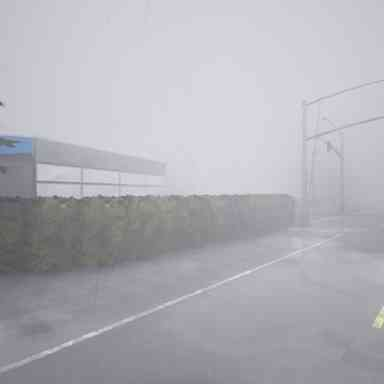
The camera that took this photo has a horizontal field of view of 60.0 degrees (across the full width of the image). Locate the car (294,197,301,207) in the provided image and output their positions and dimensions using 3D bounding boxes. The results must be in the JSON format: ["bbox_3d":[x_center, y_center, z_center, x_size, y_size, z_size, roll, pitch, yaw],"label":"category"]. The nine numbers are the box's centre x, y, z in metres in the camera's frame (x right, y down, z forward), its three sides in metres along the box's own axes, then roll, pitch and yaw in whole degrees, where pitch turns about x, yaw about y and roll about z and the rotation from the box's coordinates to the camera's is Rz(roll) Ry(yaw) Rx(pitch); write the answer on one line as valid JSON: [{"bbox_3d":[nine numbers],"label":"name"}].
[{"bbox_3d":[13.036,1.340,44.656,2.007,1.523,4.514,0,0,38],"label":"car"}]

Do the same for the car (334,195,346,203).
[{"bbox_3d":[29.106,1.374,65.139,1.845,1.501,3.633,0,0,38],"label":"car"}]

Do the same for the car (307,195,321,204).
[{"bbox_3d":[22.179,1.384,61.143,1.970,1.475,3.806,0,0,38],"label":"car"}]

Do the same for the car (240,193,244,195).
[{"bbox_3d":[12.034,1.077,78.193,1.905,1.878,3.866,0,0,38],"label":"car"}]

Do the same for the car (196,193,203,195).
[{"bbox_3d":[1.971,1.154,86.094,2.152,1.636,5.027,0,0,38],"label":"car"}]

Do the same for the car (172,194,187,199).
[{"bbox_3d":[-3.277,1.232,89.803,1.970,1.475,3.806,0,0,38],"label":"car"}]

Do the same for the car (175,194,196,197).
[{"bbox_3d":[-1.875,1.298,66.108,2.007,1.523,4.514,0,0,38],"label":"car"}]
